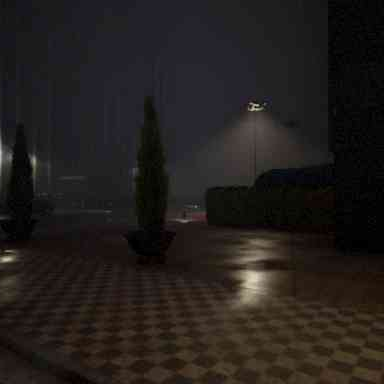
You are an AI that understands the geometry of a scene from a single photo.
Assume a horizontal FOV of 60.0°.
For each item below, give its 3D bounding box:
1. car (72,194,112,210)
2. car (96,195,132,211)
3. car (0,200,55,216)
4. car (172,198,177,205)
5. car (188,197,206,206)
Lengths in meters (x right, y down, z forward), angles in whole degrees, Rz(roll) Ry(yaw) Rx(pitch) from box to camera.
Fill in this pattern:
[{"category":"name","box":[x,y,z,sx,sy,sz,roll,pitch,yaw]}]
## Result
[{"category":"car","box":[-12.662,1.223,43.113,2.150,2.045,5.566,0,0,35]},{"category":"car","box":[-9.243,1.505,41.899,1.837,1.490,4.892,0,0,35]},{"category":"car","box":[-15.878,1.505,32.366,1.837,1.490,4.892,0,0,35]},{"category":"car","box":[-4.488,1.493,54.795,2.128,1.511,4.902,0,0,35]},{"category":"car","box":[1.148,1.525,56.691,1.812,1.442,4.674,0,0,35]}]
